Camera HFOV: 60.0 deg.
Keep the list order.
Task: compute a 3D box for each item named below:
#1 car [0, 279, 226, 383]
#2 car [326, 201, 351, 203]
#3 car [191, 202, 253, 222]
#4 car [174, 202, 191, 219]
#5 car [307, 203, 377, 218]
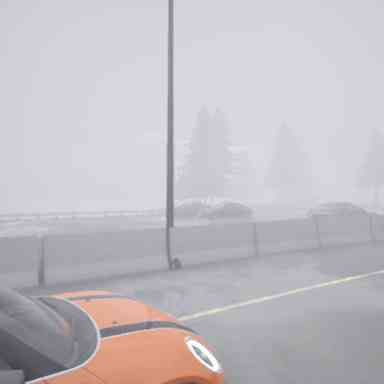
[{"bbox_3d":[-1.888,1.342,2.287,4.553,1.767,2.097,0,0,-36],"label":"car"},{"bbox_3d":[11.444,1.500,26.643,4.892,1.490,1.837,0,0,-26],"label":"car"},{"bbox_3d":[2.630,1.492,25.990,4.674,1.442,1.812,0,0,-29],"label":"car"},{"bbox_3d":[0.105,1.518,28.577,4.181,1.385,1.994,0,0,-29],"label":"car"},{"bbox_3d":[9.965,1.598,22.022,4.718,1.301,1.895,0,0,-27],"label":"car"}]
